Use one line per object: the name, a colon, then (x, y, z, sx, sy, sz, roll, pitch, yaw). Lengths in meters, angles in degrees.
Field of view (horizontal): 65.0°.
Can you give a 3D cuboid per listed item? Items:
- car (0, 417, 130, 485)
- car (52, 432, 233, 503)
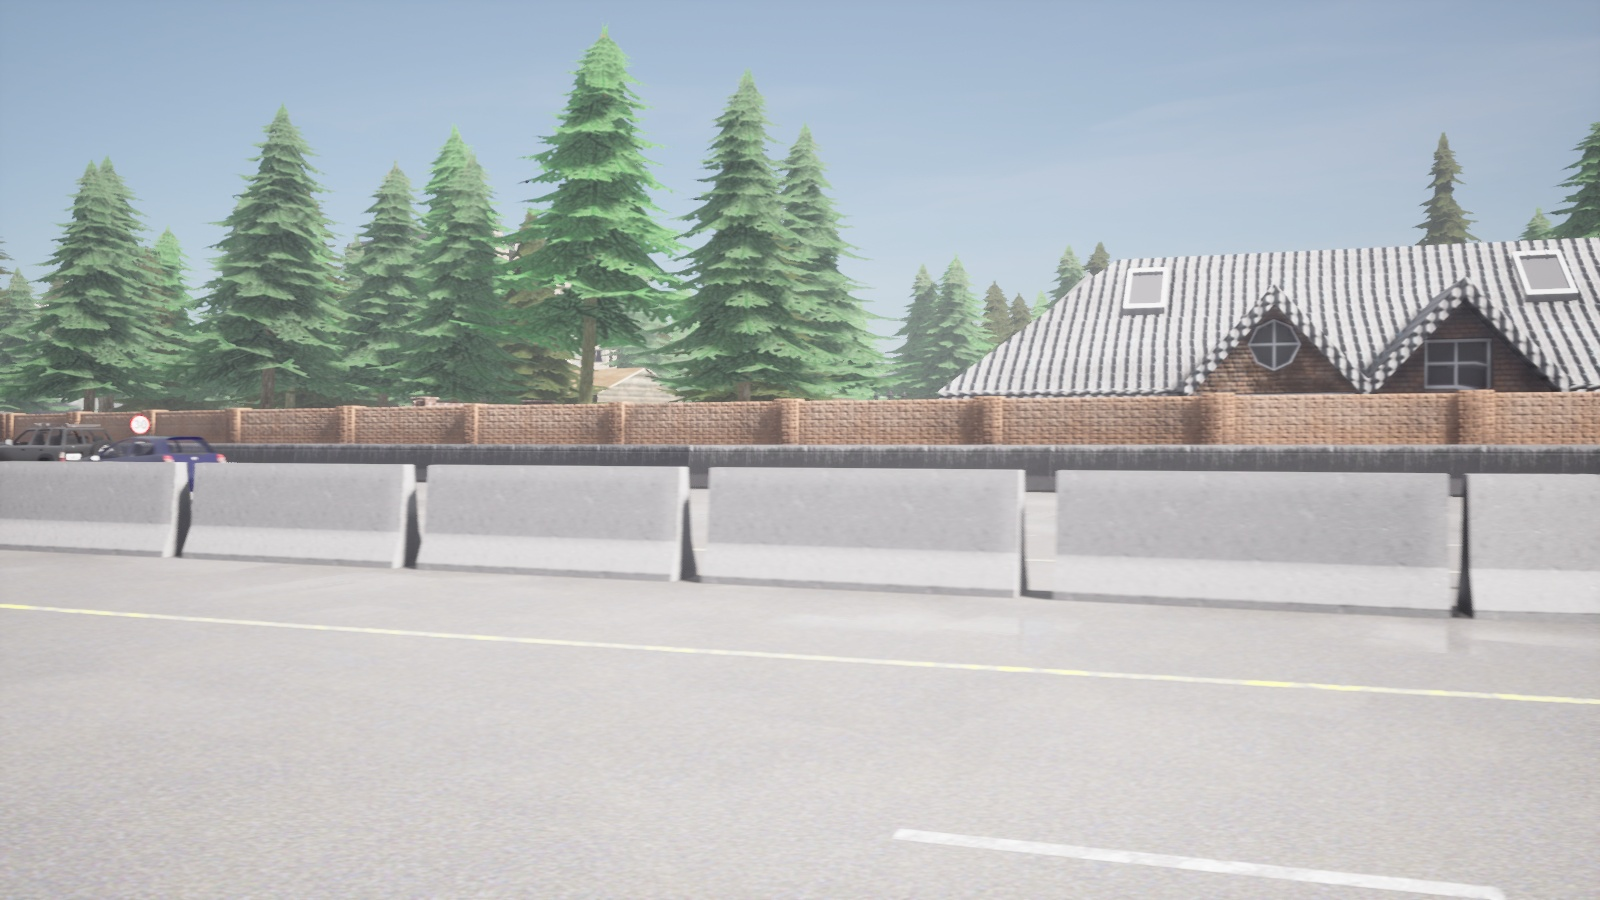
car: (-21.511, -0.004, 35.986, 4.605, 1.855, 1.932, 1, 1, 30)
car: (-14.825, 0.339, 28.325, 3.633, 1.501, 1.845, 1, 1, 27)
